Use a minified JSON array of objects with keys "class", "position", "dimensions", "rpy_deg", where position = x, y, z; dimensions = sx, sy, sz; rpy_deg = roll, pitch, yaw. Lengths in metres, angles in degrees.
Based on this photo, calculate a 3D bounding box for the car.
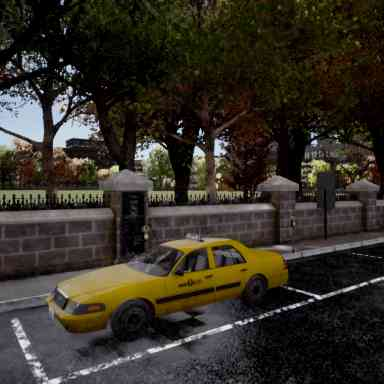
[{"class":"car","position":[-0.171,1.525,6.448],"dimensions":[4.829,1.417,1.752],"rpy_deg":[0,0,-36]}]
